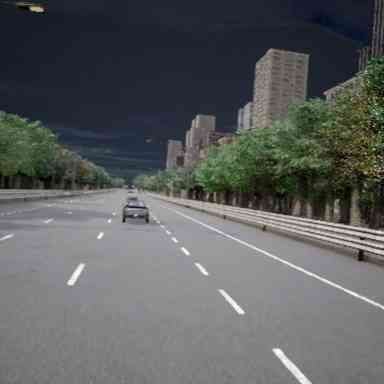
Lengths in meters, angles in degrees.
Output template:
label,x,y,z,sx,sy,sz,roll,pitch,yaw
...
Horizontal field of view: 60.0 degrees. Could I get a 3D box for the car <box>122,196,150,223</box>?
label,x,y,z,sx,sy,sz,roll,pitch,yaw
car,-4.228,1.372,24.916,2.128,1.511,4.902,4,0,-11

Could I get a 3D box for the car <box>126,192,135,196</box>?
label,x,y,z,sx,sy,sz,roll,pitch,yaw
car,-9.279,1.252,51.578,1.837,1.490,4.892,4,-1,-11
